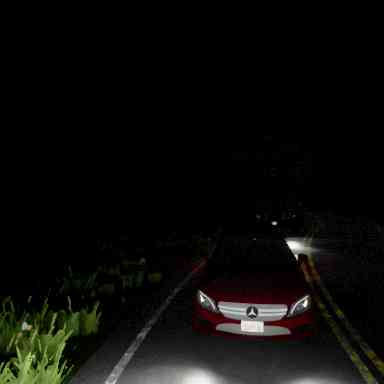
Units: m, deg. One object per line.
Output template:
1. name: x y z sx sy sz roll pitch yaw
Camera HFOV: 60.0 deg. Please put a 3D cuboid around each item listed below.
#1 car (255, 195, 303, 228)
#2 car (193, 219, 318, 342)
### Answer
1. car: 5.164 1.211 19.283 2.150 2.045 5.566 -2 -1 22
2. car: 1.229 1.534 6.727 1.812 1.442 4.674 -1 0 11
